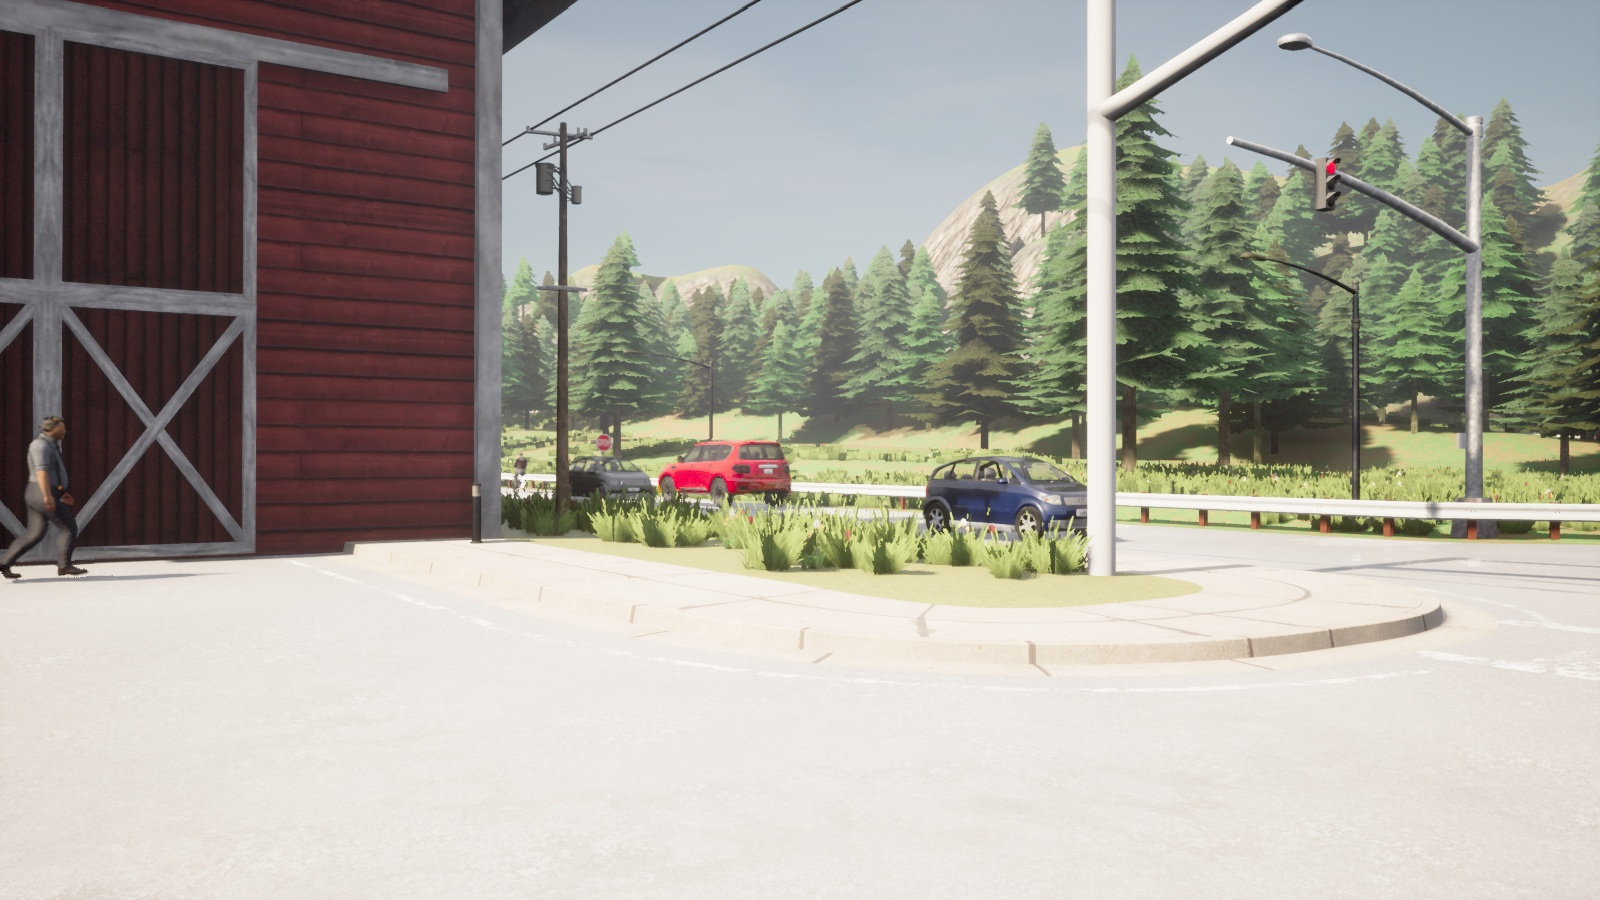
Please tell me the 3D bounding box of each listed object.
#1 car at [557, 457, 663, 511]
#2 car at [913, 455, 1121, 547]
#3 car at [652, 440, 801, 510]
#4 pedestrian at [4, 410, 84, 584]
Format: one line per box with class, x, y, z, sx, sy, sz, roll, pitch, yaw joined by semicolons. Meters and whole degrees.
car;-5.867;1.007;38.419;1.789;1.549;3.705;0;0;-34
car;4.005;0.885;23.682;1.789;1.549;3.705;0;0;-34
car;-2.428;0.746;39.575;2.150;2.045;5.566;0;0;-34
pedestrian;-8.264;0.504;13.750;0.694;1.848;0.540;0;0;-24
